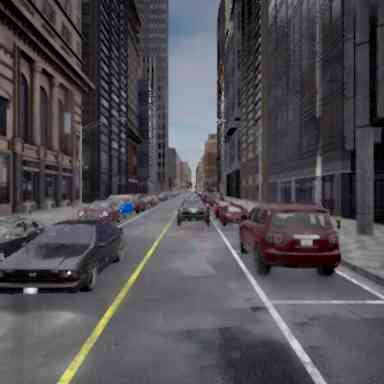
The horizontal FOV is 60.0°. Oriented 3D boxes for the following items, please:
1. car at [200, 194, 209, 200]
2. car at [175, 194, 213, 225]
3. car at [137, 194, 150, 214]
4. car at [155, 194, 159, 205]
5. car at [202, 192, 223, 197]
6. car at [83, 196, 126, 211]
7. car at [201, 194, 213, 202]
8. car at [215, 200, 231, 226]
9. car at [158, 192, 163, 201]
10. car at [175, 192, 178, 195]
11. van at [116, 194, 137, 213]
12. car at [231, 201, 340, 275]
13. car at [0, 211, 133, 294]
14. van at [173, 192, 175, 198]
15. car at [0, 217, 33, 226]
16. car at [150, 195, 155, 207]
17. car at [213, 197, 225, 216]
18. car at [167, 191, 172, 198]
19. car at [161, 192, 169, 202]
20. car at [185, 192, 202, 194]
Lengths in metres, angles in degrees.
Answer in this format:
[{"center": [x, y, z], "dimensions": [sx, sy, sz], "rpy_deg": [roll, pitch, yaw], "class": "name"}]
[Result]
[{"center": [2.672, 1.069, 72.016], "dimensions": [1.802, 1.307, 4.206], "rpy_deg": [1, 0, 0], "class": "car"}, {"center": [0.098, 1.200, 22.696], "dimensions": [2.097, 1.767, 4.553], "rpy_deg": [0, 0, 0], "class": "car"}, {"center": [-5.849, 1.093, 32.647], "dimensions": [2.192, 1.841, 5.009], "rpy_deg": [1, 0, 0], "class": "car"}, {"center": [-5.852, 1.242, 43.897], "dimensions": [1.887, 1.381, 4.507], "rpy_deg": [1, 0, 0], "class": "car"}, {"center": [2.677, 1.054, 38.268], "dimensions": [2.192, 1.841, 5.009], "rpy_deg": [1, 0, 0], "class": "car"}, {"center": [-5.850, 1.298, 21.399], "dimensions": [1.967, 1.590, 4.097], "rpy_deg": [1, 0, 0], "class": "car"}, {"center": [2.673, 1.122, 60.767], "dimensions": [2.008, 1.369, 4.403], "rpy_deg": [1, 0, 0], "class": "car"}, {"center": [2.675, 1.440, 21.397], "dimensions": [1.802, 1.307, 4.206], "rpy_deg": [1, 0, 0], "class": "car"}, {"center": [-5.852, 1.182, 49.352], "dimensions": [1.752, 1.417, 4.829], "rpy_deg": [1, 0, 0], "class": "car"}, {"center": [-5.855, 0.884, 94.518], "dimensions": [1.947, 1.339, 4.313], "rpy_deg": [1, 0, 0], "class": "car"}, {"center": [-5.849, 1.159, 27.022], "dimensions": [1.690, 1.788, 3.998], "rpy_deg": [1, 0, 0], "class": "van"}, {"center": [2.677, 1.250, 10.146], "dimensions": [2.192, 1.841, 5.009], "rpy_deg": [1, 0, 0], "class": "car"}, {"center": [-3.091, 1.489, 9.032], "dimensions": [2.033, 1.411, 5.357], "rpy_deg": [0, 0, 0], "class": "car"}, {"center": [-5.851, 0.743, 83.268], "dimensions": [1.690, 1.788, 3.998], "rpy_deg": [1, 0, 0], "class": "van"}, {"center": [-5.851, 1.485, 10.150], "dimensions": [2.008, 1.369, 4.403], "rpy_deg": [1, 0, 0], "class": "car"}, {"center": [-5.852, 1.289, 38.273], "dimensions": [2.008, 1.369, 4.403], "rpy_deg": [1, 0, 0], "class": "car"}, {"center": [2.674, 1.363, 27.021], "dimensions": [1.887, 1.381, 4.507], "rpy_deg": [1, 0, 0], "class": "car"}, {"center": [-5.850, 0.843, 66.394], "dimensions": [2.192, 1.841, 5.009], "rpy_deg": [1, 0, 0], "class": "car"}, {"center": [-5.853, 1.115, 60.771], "dimensions": [1.887, 1.381, 4.507], "rpy_deg": [1, 0, 0], "class": "car"}, {"center": [0.098, 1.170, 46.472], "dimensions": [2.128, 1.511, 4.902], "rpy_deg": [0, 0, 0], "class": "car"}]
